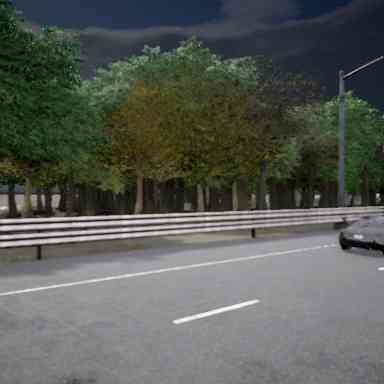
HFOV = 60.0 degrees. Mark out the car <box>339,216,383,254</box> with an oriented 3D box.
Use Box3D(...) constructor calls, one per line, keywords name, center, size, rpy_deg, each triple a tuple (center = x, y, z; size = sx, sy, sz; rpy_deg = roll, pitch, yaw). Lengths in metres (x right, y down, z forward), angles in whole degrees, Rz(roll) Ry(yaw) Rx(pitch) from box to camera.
Box3D(name="car", center=(8.002, 1.695, 13.864), size=(4.181, 1.385, 1.994), rpy_deg=(1, 0, -35))
